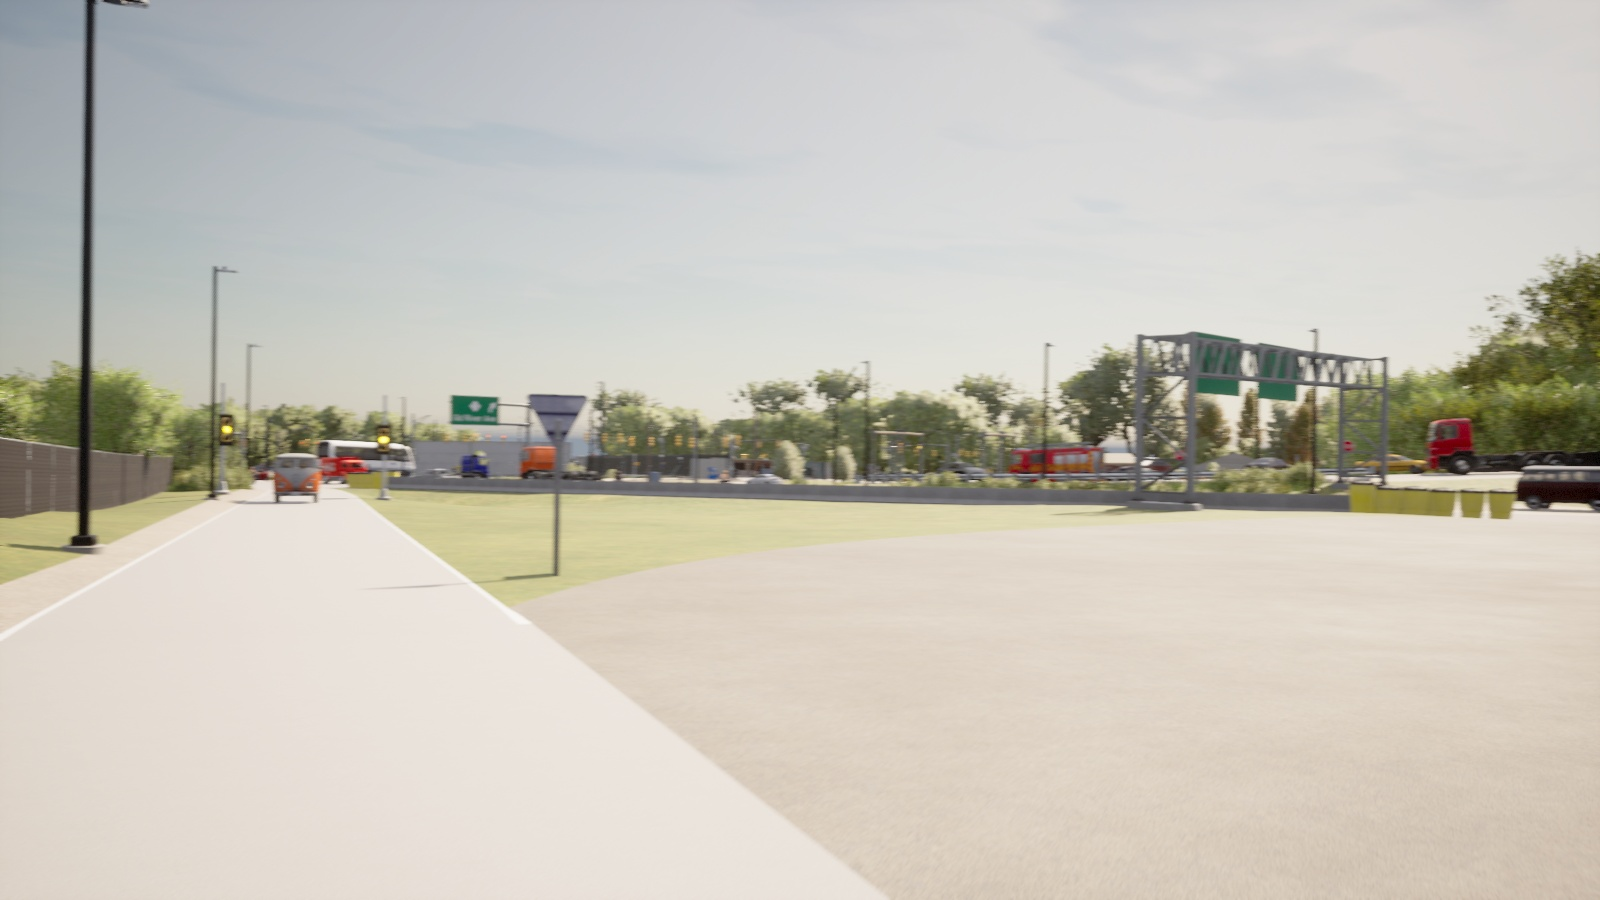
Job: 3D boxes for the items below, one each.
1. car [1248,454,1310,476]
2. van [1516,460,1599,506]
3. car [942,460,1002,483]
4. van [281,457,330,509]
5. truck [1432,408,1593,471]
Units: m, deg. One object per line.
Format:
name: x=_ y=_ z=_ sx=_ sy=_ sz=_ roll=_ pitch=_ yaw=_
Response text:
car: x=33.052 y=1.022 z=86.626 sx=2.033 sy=1.411 sz=5.357 roll=-4 pitch=-3 yaw=44
van: x=34.785 y=1.449 z=56.138 sx=1.775 sy=1.987 sz=4.442 roll=0 pitch=-1 yaw=-43
car: x=11.868 y=1.515 z=86.796 sx=1.816 sy=1.474 sz=4.193 roll=0 pitch=-2 yaw=-32
van: x=-20.117 y=1.323 z=51.227 sx=1.775 sy=1.987 sz=4.442 roll=0 pitch=-1 yaw=-21
truck: x=42.559 y=-0.600 z=75.270 sx=7.936 sy=3.462 sz=2.891 roll=-2 pitch=0 yaw=20
